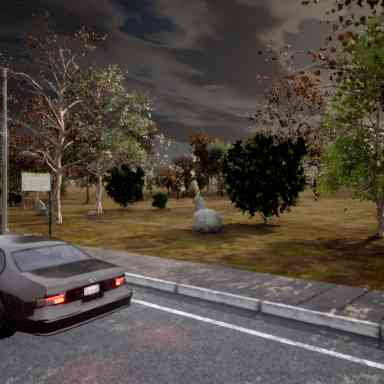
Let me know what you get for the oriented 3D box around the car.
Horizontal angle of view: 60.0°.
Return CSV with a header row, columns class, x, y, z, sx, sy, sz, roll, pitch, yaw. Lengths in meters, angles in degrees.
class,x,y,z,sx,sy,sz,roll,pitch,yaw
car,-3.580,1.547,6.557,5.357,1.411,2.033,0,0,36
